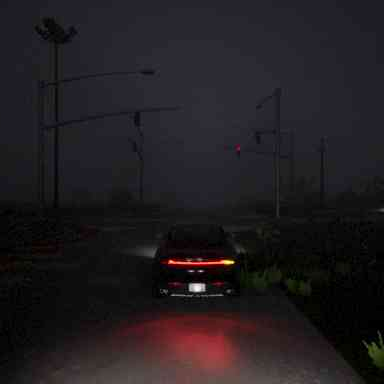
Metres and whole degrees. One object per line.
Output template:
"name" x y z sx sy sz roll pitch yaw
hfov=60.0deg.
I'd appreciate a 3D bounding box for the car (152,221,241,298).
"car" 0.093 1.504 8.522 1.837 1.490 4.892 0 0 0
